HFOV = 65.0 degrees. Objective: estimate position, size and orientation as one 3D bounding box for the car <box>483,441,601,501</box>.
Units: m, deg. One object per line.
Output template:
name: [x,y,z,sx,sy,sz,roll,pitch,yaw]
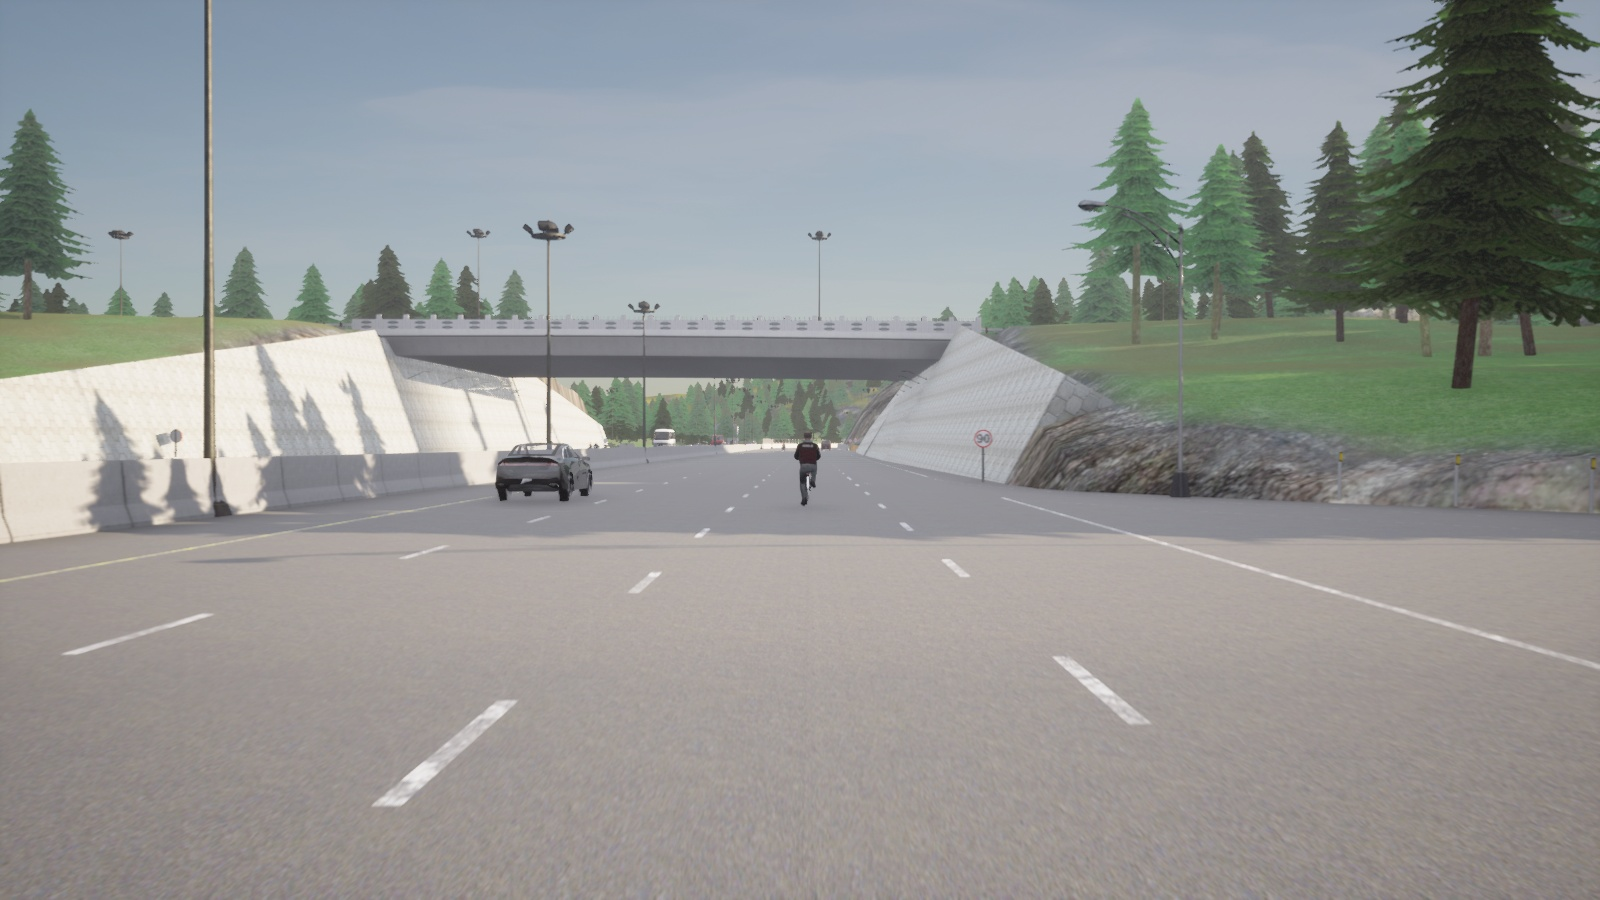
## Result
car: [-6.793,0.508,33.628,2.128,1.511,4.902,0,0,0]
